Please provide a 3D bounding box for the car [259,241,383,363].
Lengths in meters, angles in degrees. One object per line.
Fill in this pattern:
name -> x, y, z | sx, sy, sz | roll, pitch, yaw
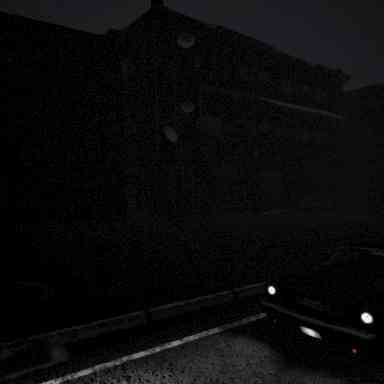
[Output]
car -> 3.373, 1.627, 5.902 | 4.718, 1.301, 1.895 | 1, 0, -37
